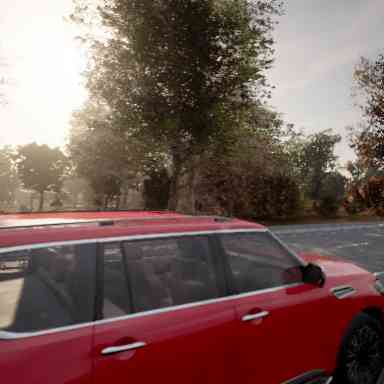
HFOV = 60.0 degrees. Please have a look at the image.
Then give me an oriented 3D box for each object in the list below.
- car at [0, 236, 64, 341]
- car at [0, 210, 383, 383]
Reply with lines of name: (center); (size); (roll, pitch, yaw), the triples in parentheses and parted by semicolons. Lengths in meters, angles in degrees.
car: (-4.588, 1.561, 4.902); (4.718, 1.301, 1.895); (1, 0, -36)
car: (-0.154, 1.215, 3.510); (5.566, 2.045, 2.150); (0, 0, -34)
